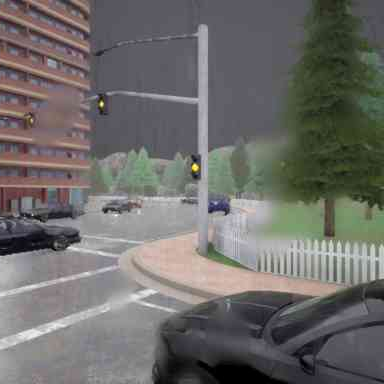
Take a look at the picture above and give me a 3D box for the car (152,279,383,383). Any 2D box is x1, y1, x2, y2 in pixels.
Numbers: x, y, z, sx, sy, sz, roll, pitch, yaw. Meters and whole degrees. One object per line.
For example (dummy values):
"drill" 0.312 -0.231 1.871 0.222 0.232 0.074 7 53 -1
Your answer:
"car" 1.890 1.478 2.641 5.008 1.535 1.882 0 0 36

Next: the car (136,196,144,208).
"car" -8.100 1.296 45.690 2.097 1.767 4.553 0 0 -11

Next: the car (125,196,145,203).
"car" -11.785 1.470 68.730 4.674 1.442 1.812 0 0 44

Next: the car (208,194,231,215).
"car" 2.601 1.166 32.917 2.150 2.045 5.566 0 0 9

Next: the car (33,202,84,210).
"car" -10.623 1.492 25.575 2.033 1.411 5.357 0 0 24

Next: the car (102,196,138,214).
"car" -7.802 1.492 35.393 2.033 1.411 5.357 0 0 7

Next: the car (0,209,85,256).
"car" -6.504 1.527 11.397 2.033 1.411 5.357 0 0 34

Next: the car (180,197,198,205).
"car" -0.415 1.545 57.569 1.895 1.301 4.718 0 0 -22
